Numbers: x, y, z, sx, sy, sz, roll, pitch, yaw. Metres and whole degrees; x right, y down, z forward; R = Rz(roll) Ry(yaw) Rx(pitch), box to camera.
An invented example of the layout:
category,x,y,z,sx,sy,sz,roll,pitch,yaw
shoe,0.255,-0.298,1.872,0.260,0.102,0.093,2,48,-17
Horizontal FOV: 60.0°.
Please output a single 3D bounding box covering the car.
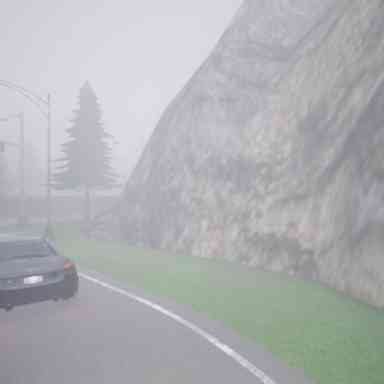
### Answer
category,x,y,z,sx,sy,sz,roll,pitch,yaw
car,-4.257,1.647,7.863,1.994,1.385,4.181,0,0,-39
